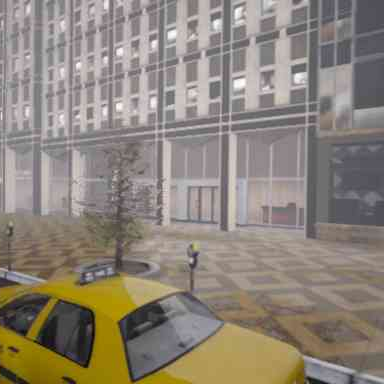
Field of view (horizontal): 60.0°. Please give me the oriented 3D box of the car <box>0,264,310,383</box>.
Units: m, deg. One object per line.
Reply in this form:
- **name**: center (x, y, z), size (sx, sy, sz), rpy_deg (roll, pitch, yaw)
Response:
- **car**: center (-1.228, 1.502, 3.741), size (4.829, 1.417, 1.752), rpy_deg (1, 1, 35)
